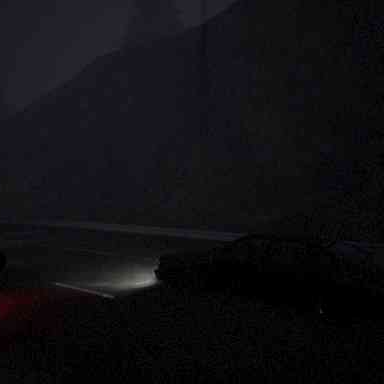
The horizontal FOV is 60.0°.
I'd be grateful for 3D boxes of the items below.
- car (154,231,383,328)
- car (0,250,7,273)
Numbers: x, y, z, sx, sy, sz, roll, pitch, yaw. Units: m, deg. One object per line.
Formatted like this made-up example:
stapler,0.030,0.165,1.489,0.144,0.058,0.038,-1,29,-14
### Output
car,1.743,1.541,6.944,5.357,1.411,2.033,0,0,34
car,-6.828,1.618,8.365,4.718,1.301,1.895,0,0,32
